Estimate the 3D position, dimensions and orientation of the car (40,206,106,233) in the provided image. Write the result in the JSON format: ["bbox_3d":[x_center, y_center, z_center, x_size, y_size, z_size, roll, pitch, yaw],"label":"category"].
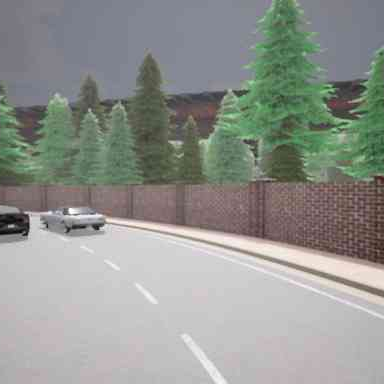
[{"bbox_3d":[-6.678,1.433,18.340,1.895,1.301,4.718,0,1,-43],"label":"car"}]

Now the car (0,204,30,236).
[{"bbox_3d":[-9.547,1.329,16.245,1.882,1.535,5.008,0,0,-43],"label":"car"}]
